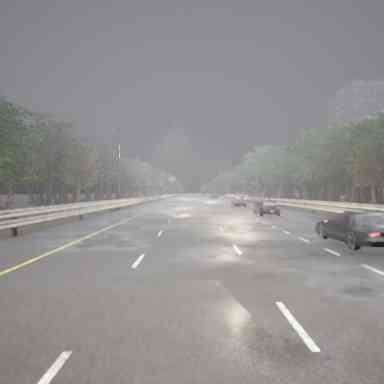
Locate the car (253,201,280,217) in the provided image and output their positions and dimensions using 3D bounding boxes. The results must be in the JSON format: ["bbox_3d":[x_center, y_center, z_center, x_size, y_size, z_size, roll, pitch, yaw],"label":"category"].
[{"bbox_3d":[7.035,1.549,31.497,1.812,1.442,4.674,0,0,0],"label":"car"}]

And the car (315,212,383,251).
[{"bbox_3d":[7.008,1.548,14.100,2.033,1.411,5.357,0,0,0],"label":"car"}]

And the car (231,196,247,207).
[{"bbox_3d":[7.101,1.637,50.816,1.895,1.301,4.718,0,0,0],"label":"car"}]
